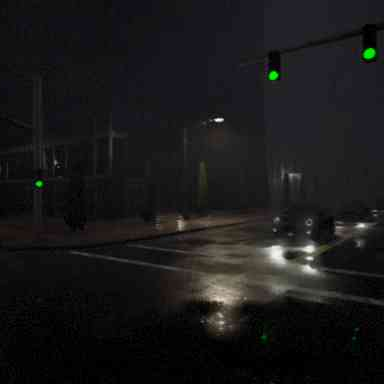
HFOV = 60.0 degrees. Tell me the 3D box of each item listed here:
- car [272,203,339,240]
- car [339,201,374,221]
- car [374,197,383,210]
[{"bbox_3d":[5.953,1.421,17.523,2.097,1.767,4.553,-1,0,36],"label":"car"},{"bbox_3d":[13.566,1.536,27.848,1.882,1.535,5.008,-1,0,36],"label":"car"},{"bbox_3d":[24.763,1.393,42.908,2.097,1.767,4.553,-1,0,37],"label":"car"}]
